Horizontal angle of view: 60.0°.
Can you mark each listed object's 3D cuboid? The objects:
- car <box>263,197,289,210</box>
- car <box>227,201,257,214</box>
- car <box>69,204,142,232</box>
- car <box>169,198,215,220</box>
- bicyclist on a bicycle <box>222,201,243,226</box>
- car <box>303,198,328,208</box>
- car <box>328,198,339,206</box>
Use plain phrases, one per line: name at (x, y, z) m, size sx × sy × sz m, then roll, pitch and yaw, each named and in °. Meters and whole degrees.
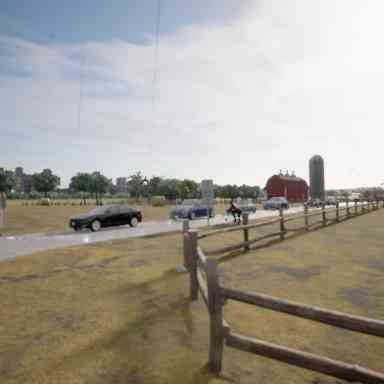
car at (11.160, 1.488, 44.149) m, size 2.097 × 1.767 × 4.553 m, roll -2°, pitch -2°, yaw 36°
car at (5.427, 1.682, 36.181) m, size 1.994 × 1.385 × 4.181 m, roll -2°, pitch -1°, yaw 35°
car at (-5.348, 1.569, 21.093) m, size 1.882 × 1.535 × 5.008 m, roll -2°, pitch -1°, yaw 35°
car at (0.050, 1.457, 28.667) m, size 2.097 × 1.767 × 4.553 m, roll -2°, pitch -1°, yaw 36°
bicyclist on a bicycle at (2.728, 1.413, 22.119) m, size 1.656 × 1.620 × 0.582 m, roll 0°, pitch 0°, yaw 36°
car at (17.872, 1.673, 48.541) m, size 1.895 × 1.301 × 4.718 m, roll -2°, pitch -2°, yaw 35°
car at (23.658, 1.682, 56.624) m, size 2.033 × 1.411 × 5.357 m, roll -2°, pitch -2°, yaw 35°
